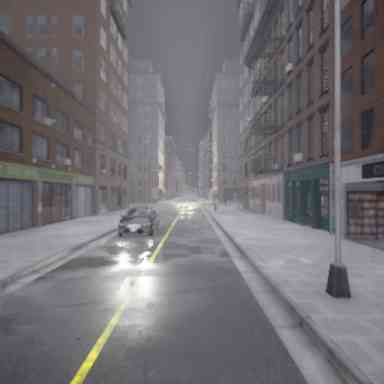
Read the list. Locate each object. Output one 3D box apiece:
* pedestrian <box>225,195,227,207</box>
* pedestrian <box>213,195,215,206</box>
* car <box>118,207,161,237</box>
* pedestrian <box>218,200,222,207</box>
[{"bbox_3d":[5.512,1.439,53.966,0.375,1.860,0.375,0,0,0],"label":"pedestrian"},{"bbox_3d":[3.512,1.441,54.566,0.375,1.860,0.375,0,0,0],"label":"pedestrian"},{"bbox_3d":[-2.849,1.593,18.653,2.128,1.511,4.902,0,0,0],"label":"car"},{"bbox_3d":[4.512,1.814,53.364,0.500,1.100,0.500,0,0,0],"label":"pedestrian"}]
